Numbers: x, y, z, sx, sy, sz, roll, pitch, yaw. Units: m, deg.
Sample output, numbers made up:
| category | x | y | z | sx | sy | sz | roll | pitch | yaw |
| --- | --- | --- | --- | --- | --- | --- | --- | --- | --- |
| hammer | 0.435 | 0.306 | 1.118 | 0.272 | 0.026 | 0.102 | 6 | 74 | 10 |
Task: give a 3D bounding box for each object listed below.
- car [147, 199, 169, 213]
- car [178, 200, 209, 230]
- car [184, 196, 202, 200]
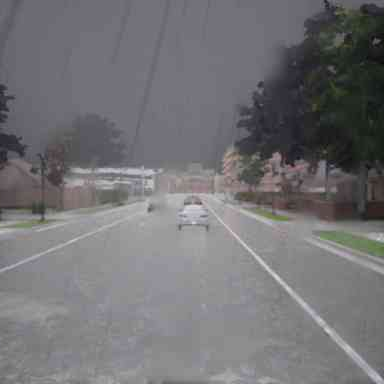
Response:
| category | x | y | z | sx | sy | sz | roll | pitch | yaw |
| --- | --- | --- | --- | --- | --- | --- | --- | --- | --- |
| car | -3.590 | 1.440 | 35.420 | 1.812 | 1.442 | 4.674 | 0 | 0 | 0 |
| car | 0.103 | 1.506 | 21.032 | 1.812 | 1.442 | 4.674 | 0 | 0 | 0 |
| car | 0.102 | 1.247 | 38.980 | 2.097 | 1.767 | 4.553 | 0 | 0 | 0 |
